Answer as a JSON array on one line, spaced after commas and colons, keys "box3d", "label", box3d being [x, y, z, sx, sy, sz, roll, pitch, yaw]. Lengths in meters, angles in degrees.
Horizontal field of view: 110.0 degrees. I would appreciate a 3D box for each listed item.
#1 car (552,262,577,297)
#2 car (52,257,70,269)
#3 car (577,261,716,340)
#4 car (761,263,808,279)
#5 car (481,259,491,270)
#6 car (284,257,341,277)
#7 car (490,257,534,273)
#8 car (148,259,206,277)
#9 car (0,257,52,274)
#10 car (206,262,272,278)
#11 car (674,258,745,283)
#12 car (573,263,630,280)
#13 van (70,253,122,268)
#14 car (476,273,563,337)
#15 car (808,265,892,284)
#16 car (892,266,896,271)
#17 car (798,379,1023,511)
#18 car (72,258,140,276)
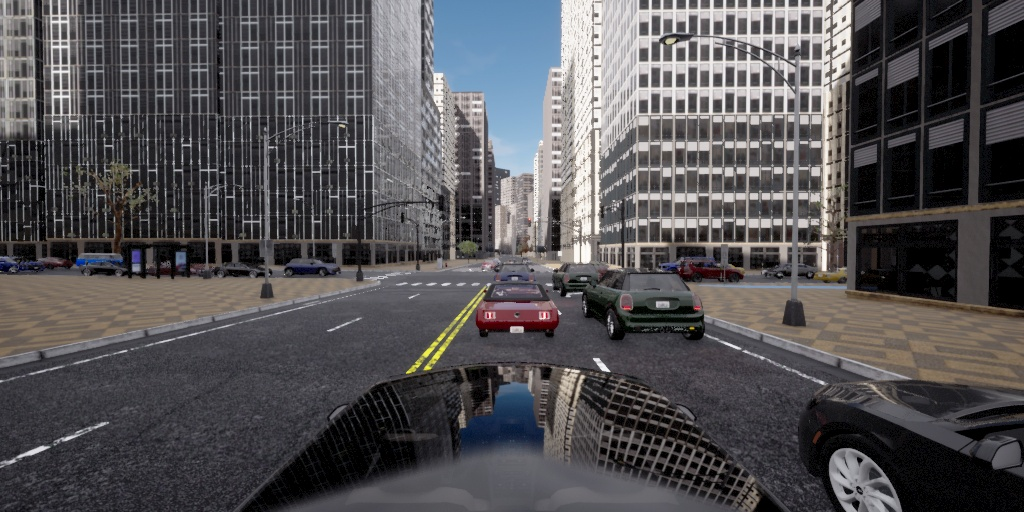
[{"box3d": [3.381, 1.093, 19.028, 2.097, 1.767, 4.553, 0, 0, 0], "label": "car"}, {"box3d": [-50.899, 0.793, 39.421, 4.207, 1.307, 1.802, 0, 0, 1], "label": "car"}, {"box3d": [3.357, 1.098, 10.091, 2.097, 1.767, 4.553, 0, 0, 0], "label": "car"}, {"box3d": [27.224, 1.449, 35.244, 4.902, 1.511, 2.128, 1, 1, 1], "label": "car"}, {"box3d": [-3.238, 1.241, 50.655, 1.812, 1.442, 4.674, 0, 0, 0], "label": "car"}, {"box3d": [-18.176, 0.958, 32.854, 4.553, 1.767, 2.097, 0, 1, 2], "label": "car"}, {"box3d": [0.132, 1.092, 19.180, 2.097, 1.767, 4.553, 0, 0, 0], "label": "car"}, {"box3d": [-28.362, 1.138, 30.428, 4.207, 1.307, 1.802, 0, 0, 1], "label": "car"}, {"box3d": [-46.934, 0.820, 33.564, 5.008, 1.535, 1.882, 0, 1, 2], "label": "car"}, {"box3d": [-22.679, 1.174, 30.284, 4.313, 1.339, 1.948, 0, 0, 1], "label": "car"}, {"box3d": [16.245, 1.269, 29.681, 5.009, 1.841, 2.192, 0, 0, 1], "label": "car"}, {"box3d": [7.992, 1.366, 32.412, 4.674, 1.442, 1.812, 1, 1, 1], "label": "car"}, {"box3d": [-45.217, 0.605, 39.294, 3.998, 1.789, 1.690, 0, 0, 1], "label": "van"}, {"box3d": [0.113, 1.347, 10.187, 1.895, 1.301, 4.718, 0, 0, 0], "label": "car"}, {"box3d": [27.693, 1.579, 29.462, 4.829, 1.417, 1.751, 0, 0, 1], "label": "car"}, {"box3d": [33.163, 1.684, 29.358, 4.207, 1.307, 1.802, 0, 0, 1], "label": "car"}, {"box3d": [3.342, 1.255, 1.036, 1.837, 1.490, 4.892, 0, 0, 0], "label": "car"}, {"box3d": [-34.043, 1.069, 30.612, 4.313, 1.339, 1.948, 0, 0, 1], "label": "car"}]
